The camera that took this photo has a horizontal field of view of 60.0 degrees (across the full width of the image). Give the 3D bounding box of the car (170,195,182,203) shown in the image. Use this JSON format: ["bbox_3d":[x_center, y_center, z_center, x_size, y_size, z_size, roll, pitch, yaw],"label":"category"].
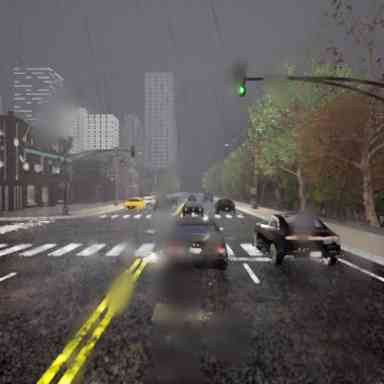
[{"bbox_3d":[-3.237,1.429,68.712,2.128,1.511,4.902,0,0,0],"label":"car"}]

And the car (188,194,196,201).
[{"bbox_3d":[0.015,1.283,78.049,1.994,1.385,4.181,0,0,0],"label":"car"}]

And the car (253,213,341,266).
[{"bbox_3d":[3.354,1.479,11.430,2.128,1.511,4.902,0,0,0],"label":"car"}]

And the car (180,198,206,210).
[{"bbox_3d":[0.107,1.563,31.351,1.895,1.301,4.718,0,0,0],"label":"car"}]

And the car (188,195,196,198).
[{"bbox_3d":[0.012,1.390,67.630,1.882,1.535,5.008,0,0,0],"label":"car"}]

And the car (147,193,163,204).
[{"bbox_3d":[-6.540,1.154,55.304,2.150,2.045,5.566,0,0,0],"label":"car"}]

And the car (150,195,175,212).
[{"bbox_3d":[-3.335,1.431,38.468,1.882,1.535,5.008,0,0,0],"label":"car"}]

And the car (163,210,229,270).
[{"bbox_3d":[0.102,1.535,10.894,2.033,1.411,5.357,0,0,0],"label":"car"}]

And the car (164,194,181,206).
[{"bbox_3d":[-3.304,1.497,53.550,1.994,1.385,4.181,0,0,0],"label":"car"}]

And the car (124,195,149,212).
[{"bbox_3d":[-6.582,1.431,38.610,1.882,1.535,5.008,0,0,0],"label":"car"}]

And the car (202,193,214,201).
[{"bbox_3d":[3.262,1.135,67.660,2.150,2.045,5.566,0,0,0],"label":"car"}]

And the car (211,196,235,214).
[{"bbox_3d":[3.357,1.436,34.661,1.882,1.535,5.008,0,0,0],"label":"car"}]
